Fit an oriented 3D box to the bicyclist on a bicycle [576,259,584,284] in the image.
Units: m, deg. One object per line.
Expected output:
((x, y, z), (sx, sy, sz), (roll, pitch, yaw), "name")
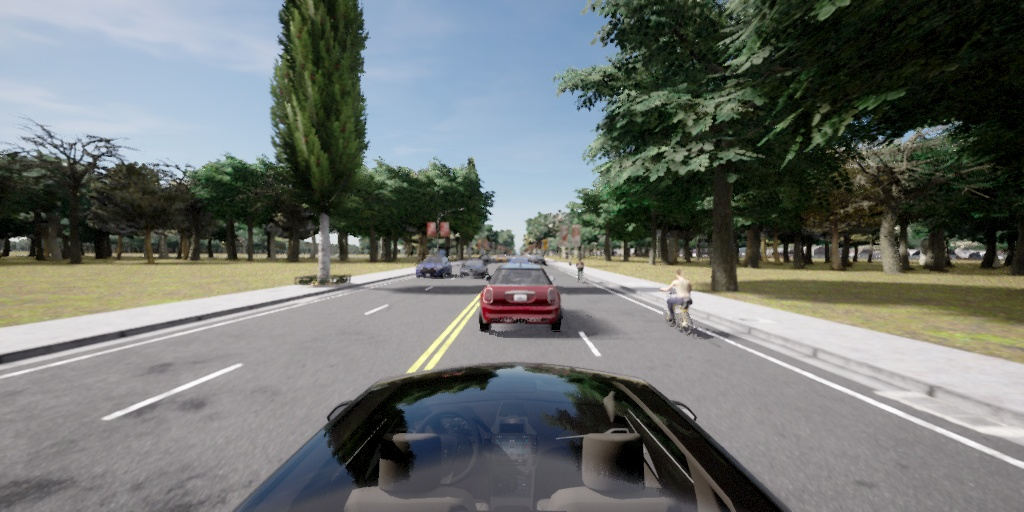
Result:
((4.511, 0.996, 23.738), (0.582, 1.620, 1.656), (0, 0, 1), "bicyclist on a bicycle")

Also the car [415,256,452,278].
((-6.147, 0.794, 28.599), (2.097, 1.767, 4.553), (0, 1, 1), "car")

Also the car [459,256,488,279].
((-2.906, 0.988, 28.150), (1.812, 1.442, 4.674), (0, 1, 1), "car")

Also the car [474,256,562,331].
((0.241, 1.009, 10.801), (2.097, 1.767, 4.553), (0, 1, 1), "car")

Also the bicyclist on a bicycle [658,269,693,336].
((4.237, 1.129, 9.151), (0.866, 1.612, 1.509), (0, 1, 1), "bicyclist on a bicycle")
